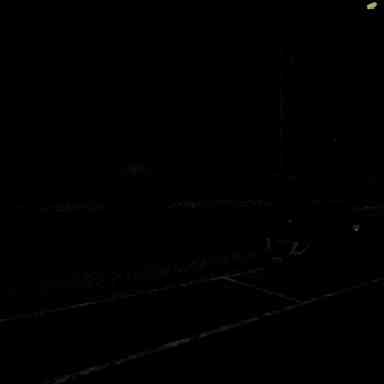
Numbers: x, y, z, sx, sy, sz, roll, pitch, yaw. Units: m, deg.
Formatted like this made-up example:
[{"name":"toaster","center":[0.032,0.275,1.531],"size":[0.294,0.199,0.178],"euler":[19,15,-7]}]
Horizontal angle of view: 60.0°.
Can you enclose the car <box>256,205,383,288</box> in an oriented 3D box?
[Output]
[{"name":"car","center":[4.104,1.313,9.466],"size":[5.009,1.841,2.192],"euler":[0,0,-36]}]
